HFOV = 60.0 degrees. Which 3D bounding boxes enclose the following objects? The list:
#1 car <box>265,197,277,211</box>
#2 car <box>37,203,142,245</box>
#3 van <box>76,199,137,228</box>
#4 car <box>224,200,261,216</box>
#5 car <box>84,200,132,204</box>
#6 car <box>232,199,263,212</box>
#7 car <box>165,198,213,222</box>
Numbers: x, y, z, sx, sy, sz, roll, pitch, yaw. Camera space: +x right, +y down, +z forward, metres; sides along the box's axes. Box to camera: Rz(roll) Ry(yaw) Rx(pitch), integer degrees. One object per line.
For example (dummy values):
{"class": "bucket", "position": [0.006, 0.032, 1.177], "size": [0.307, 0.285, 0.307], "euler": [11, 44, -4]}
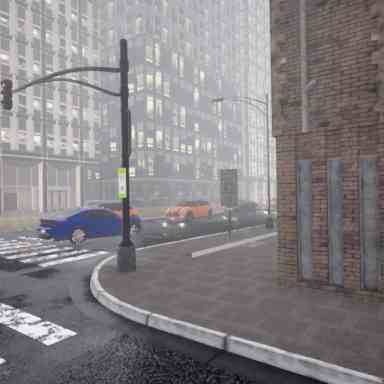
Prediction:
{"class": "car", "position": [11.035, 1.470, 42.556], "size": [2.097, 1.767, 4.553], "euler": [-1, -1, 36]}
{"class": "car", "position": [-4.579, 1.472, 15.618], "size": [1.882, 1.535, 5.008], "euler": [-1, -1, 39]}
{"class": "van", "position": [-5.946, 1.459, 23.520], "size": [1.690, 1.788, 3.998], "euler": [-2, -1, 36]}
{"class": "car", "position": [5.095, 1.589, 34.374], "size": [2.128, 1.511, 4.902], "euler": [-1, -1, 36]}
{"class": "car", "position": [-5.385, 1.415, 19.921], "size": [2.097, 1.767, 4.553], "euler": [-1, -1, 37]}
{"class": "car", "position": [6.953, 1.688, 41.383], "size": [1.752, 1.417, 4.829], "euler": [-2, -1, 36]}
{"class": "car", "position": [-0.181, 1.431, 27.077], "size": [2.097, 1.767, 4.553], "euler": [-1, -1, 36]}
